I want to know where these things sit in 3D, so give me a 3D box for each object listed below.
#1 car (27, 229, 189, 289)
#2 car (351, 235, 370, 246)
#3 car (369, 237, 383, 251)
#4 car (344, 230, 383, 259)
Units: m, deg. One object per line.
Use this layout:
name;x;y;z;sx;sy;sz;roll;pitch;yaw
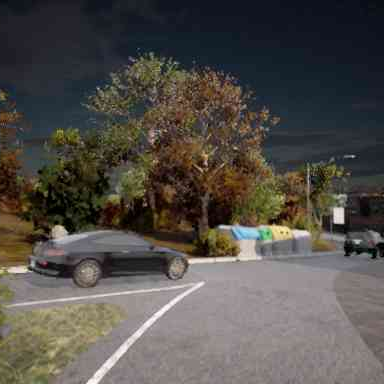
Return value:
car;-2.176;1.815;9.633;4.674;1.442;1.812;9;-8;-43
car;27.714;7.905;54.837;1.812;1.442;4.674;-1;-5;14
car;22.944;6.354;40.975;1.882;1.535;5.008;-1;-7;26
car;13.565;4.038;25.969;2.150;2.045;5.566;-2;-8;39
